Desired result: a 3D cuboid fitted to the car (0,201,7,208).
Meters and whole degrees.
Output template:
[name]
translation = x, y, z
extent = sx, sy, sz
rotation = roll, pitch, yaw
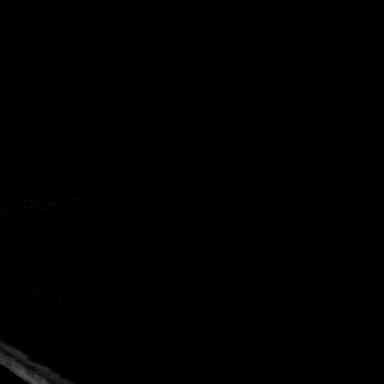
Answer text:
[car]
translation = -33.392, 2.131, 56.523
extent = 1.895, 1.301, 4.718
rotation = 1, 0, -6
